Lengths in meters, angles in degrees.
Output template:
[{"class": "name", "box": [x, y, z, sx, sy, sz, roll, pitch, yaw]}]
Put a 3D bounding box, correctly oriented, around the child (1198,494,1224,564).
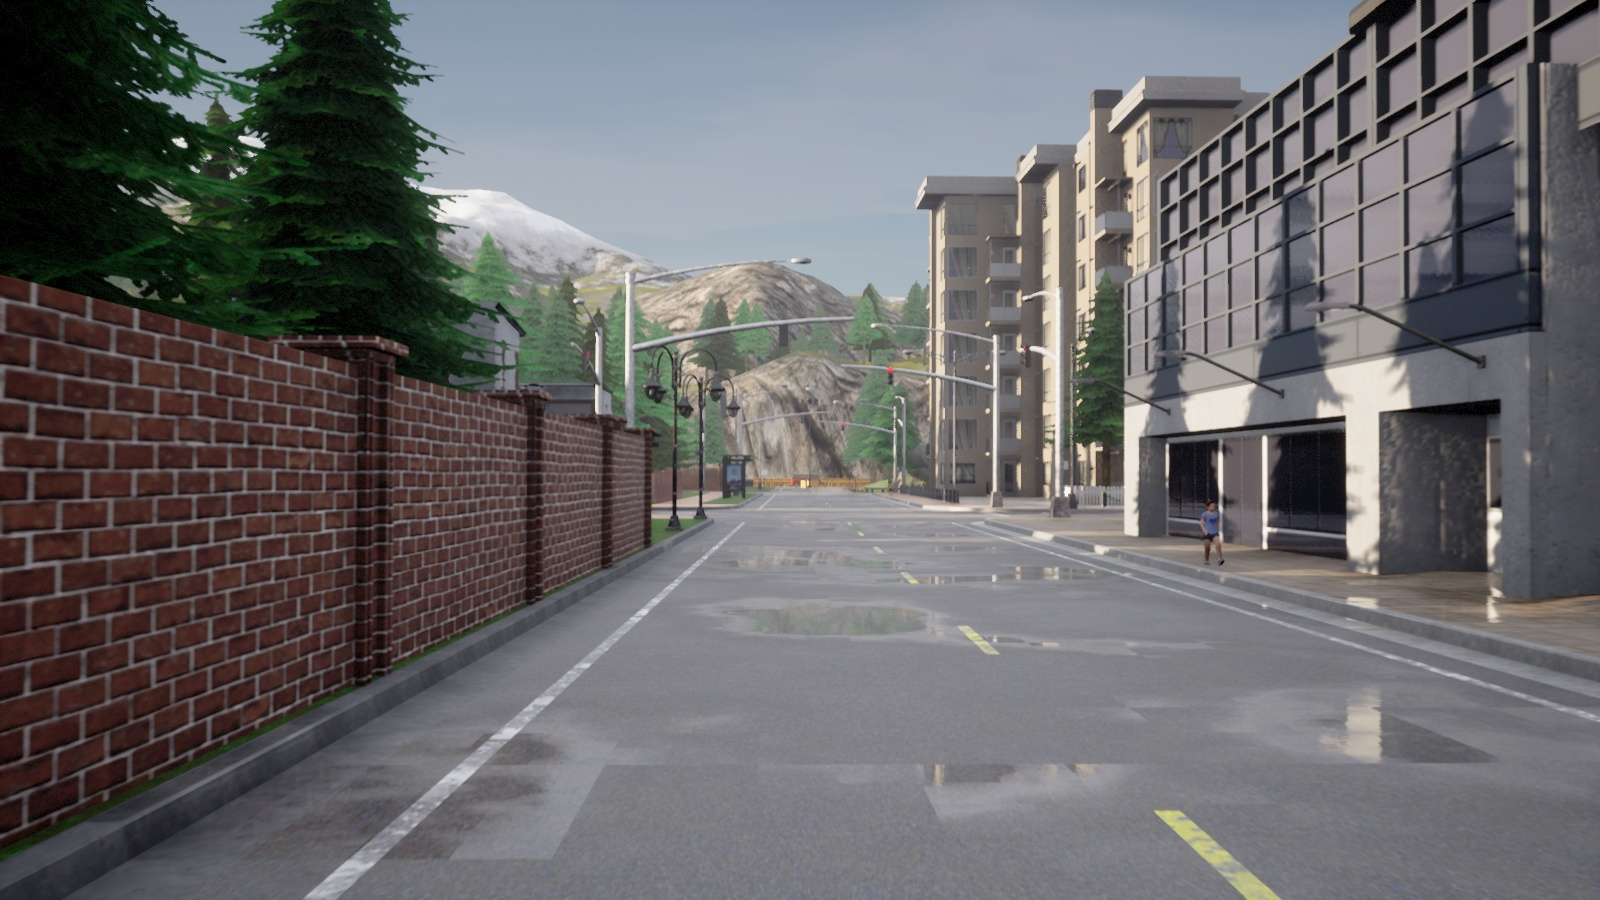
[{"class": "child", "box": [6.587, 1.256, 20.135, 0.255, 1.110, 0.394, 0, -1, -3]}]
